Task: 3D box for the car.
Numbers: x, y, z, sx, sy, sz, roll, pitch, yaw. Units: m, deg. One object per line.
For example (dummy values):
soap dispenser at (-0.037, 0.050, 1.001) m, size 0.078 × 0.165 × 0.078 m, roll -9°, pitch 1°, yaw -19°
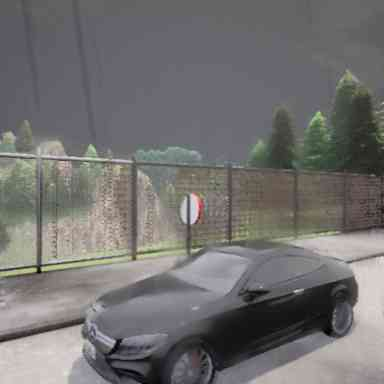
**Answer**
car at (0.749, 1.529, 5.121) m, size 4.674 × 1.442 × 1.812 m, roll 0°, pitch 0°, yaw -35°
